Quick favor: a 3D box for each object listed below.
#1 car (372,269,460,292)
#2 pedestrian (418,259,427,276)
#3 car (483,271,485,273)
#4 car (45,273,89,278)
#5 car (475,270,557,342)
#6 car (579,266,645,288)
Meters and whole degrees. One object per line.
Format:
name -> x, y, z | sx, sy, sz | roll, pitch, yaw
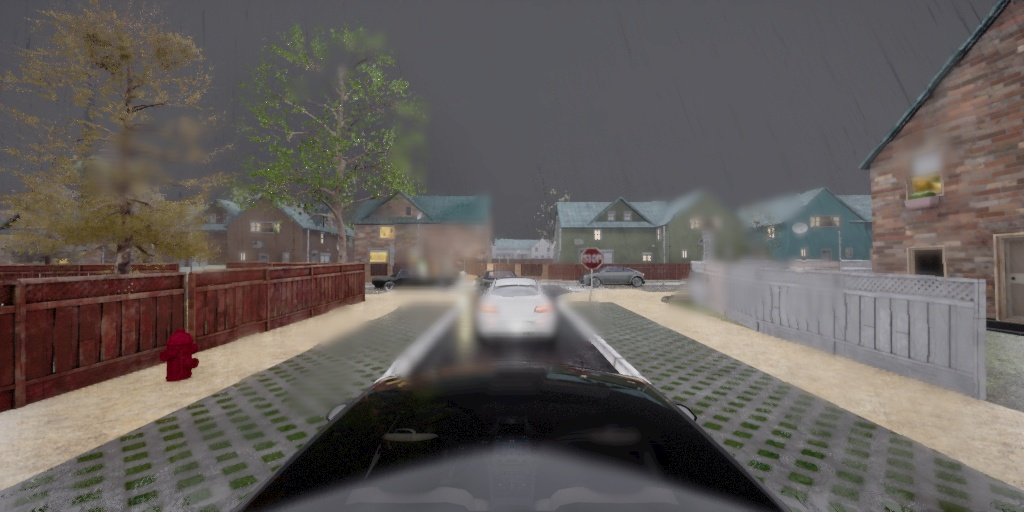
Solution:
car -> -5.475, 1.416, 20.891 | 4.718, 1.301, 1.895 | -1, -1, 1
pedestrian -> -6.691, 1.118, 26.777 | 0.375, 1.860, 0.375 | 0, -1, 1
car -> -0.750, 1.366, 18.504 | 1.895, 1.301, 4.718 | 0, -1, -12
car -> -25.600, 1.632, 21.169 | 4.718, 1.301, 1.895 | -1, -1, 1
car -> 0.106, 1.279, 9.685 | 1.812, 1.442, 4.674 | 0, 0, 0
car -> 6.547, 1.344, 23.677 | 4.181, 1.385, 1.994 | 0, -1, 1
